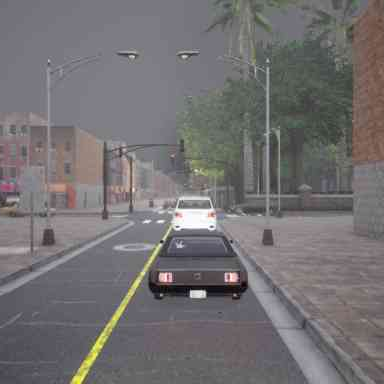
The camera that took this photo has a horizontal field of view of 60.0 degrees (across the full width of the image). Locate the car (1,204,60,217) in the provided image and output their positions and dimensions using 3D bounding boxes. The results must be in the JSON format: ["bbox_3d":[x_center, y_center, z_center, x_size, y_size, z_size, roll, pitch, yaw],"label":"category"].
[{"bbox_3d":[-14.394,1.571,29.710,4.829,1.417,1.752,0,0,0],"label":"car"}]

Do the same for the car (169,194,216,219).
[{"bbox_3d":[0.134,1.230,18.136,2.150,2.045,5.566,0,0,0],"label":"car"}]

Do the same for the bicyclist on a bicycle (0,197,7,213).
[{"bbox_3d":[-20.087,1.372,35.359,0.582,1.620,1.656,0,0,0],"label":"bicyclist on a bicycle"}]

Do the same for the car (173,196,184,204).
[{"bbox_3d":[-2.681,1.540,66.282,1.882,1.535,5.008,0,0,1],"label":"car"}]

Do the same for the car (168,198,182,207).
[{"bbox_3d":[-2.753,1.650,54.876,1.895,1.301,4.718,0,0,0],"label":"car"}]

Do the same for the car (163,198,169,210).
[{"bbox_3d":[-2.777,1.563,44.588,1.812,1.442,4.674,0,0,0],"label":"car"}]

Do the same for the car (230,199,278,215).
[{"bbox_3d":[6.163,1.507,32.856,4.892,1.490,1.837,0,0,5],"label":"car"}]

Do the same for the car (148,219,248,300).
[{"bbox_3d":[0.114,1.603,8.371,1.895,1.301,4.718,0,0,0],"label":"car"}]
